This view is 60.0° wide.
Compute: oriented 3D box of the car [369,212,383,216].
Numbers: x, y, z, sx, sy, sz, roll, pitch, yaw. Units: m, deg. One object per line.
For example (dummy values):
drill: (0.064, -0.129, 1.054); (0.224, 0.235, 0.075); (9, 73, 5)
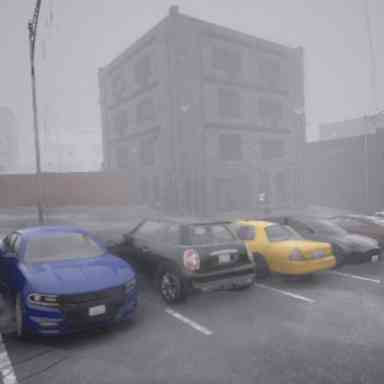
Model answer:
car: (6.338, 1.629, 13.524); (2.002, 1.452, 4.674); (1, 0, -35)

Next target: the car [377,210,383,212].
car: (8.509, 1.655, 15.074); (2.002, 1.452, 4.674); (1, 0, -36)

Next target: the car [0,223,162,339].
car: (-2.855, 1.485, 6.974); (2.097, 1.535, 5.008); (0, 0, -36)

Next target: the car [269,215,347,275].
car: (1.686, 1.532, 10.436); (1.946, 1.575, 5.366); (1, 0, -36)

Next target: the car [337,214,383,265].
car: (4.083, 1.592, 11.883); (2.163, 1.488, 4.792); (1, 0, -36)

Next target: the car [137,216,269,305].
car: (-0.562, 1.381, 8.565); (2.185, 1.767, 4.553); (0, 0, -36)
